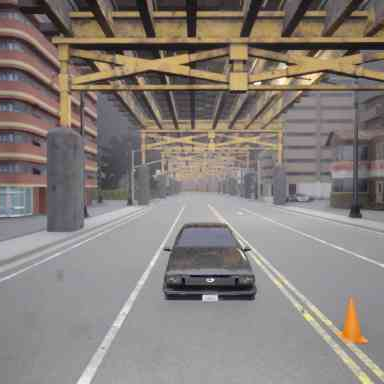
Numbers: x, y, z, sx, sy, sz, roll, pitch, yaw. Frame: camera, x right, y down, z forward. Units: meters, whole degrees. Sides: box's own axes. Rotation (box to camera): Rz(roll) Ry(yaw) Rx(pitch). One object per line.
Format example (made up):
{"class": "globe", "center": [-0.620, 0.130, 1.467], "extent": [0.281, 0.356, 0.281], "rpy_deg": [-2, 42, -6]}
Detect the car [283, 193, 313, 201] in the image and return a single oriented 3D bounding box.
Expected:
{"class": "car", "center": [17.531, 0.848, 54.843], "extent": [4.536, 1.218, 1.853], "rpy_deg": [0, 1, -20]}

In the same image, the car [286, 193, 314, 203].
{"class": "car", "center": [17.482, 1.006, 54.827], "extent": [4.974, 1.542, 2.038], "rpy_deg": [0, 1, -20]}

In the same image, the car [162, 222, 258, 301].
{"class": "car", "center": [0.364, 1.533, 8.719], "extent": [2.033, 1.411, 5.357], "rpy_deg": [0, 0, 1]}

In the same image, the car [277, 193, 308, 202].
{"class": "car", "center": [17.831, 0.959, 58.984], "extent": [4.974, 1.542, 2.038], "rpy_deg": [0, 1, 25]}

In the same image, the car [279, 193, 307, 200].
{"class": "car", "center": [17.878, 0.801, 58.960], "extent": [4.536, 1.218, 1.853], "rpy_deg": [0, 1, 25]}

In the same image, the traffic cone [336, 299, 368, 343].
{"class": "traffic cone", "center": [2.455, 1.949, 5.111], "extent": [0.340, 0.580, 0.340], "rpy_deg": [0, 0, 0]}
